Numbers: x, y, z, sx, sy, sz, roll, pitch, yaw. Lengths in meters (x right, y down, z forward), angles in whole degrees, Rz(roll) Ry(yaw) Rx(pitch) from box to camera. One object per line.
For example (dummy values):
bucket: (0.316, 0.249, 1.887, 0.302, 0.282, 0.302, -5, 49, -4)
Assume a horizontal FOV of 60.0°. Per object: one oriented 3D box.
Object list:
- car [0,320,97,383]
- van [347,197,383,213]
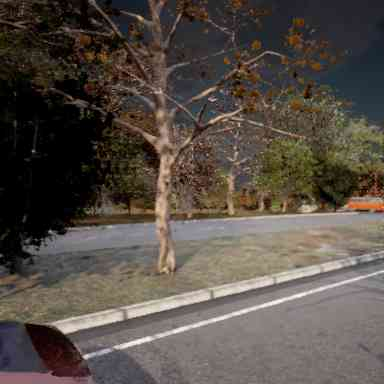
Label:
car: (-2.643, 1.564, 1.799, 4.181, 1.385, 1.994, 0, 0, -35)
van: (23.478, 1.736, 45.227, 1.878, 1.987, 4.442, 2, -1, -35)
